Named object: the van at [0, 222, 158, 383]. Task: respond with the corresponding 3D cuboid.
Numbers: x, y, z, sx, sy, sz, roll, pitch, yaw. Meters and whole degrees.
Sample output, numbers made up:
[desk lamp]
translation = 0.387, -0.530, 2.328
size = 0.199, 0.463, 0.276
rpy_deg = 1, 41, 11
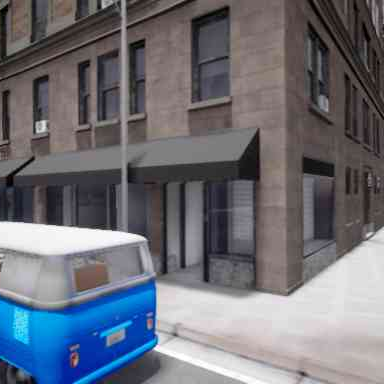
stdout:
[van]
translation = -2.349, 1.383, 4.750
size = 3.998, 1.788, 1.690
rpy_deg = -1, 0, 35
